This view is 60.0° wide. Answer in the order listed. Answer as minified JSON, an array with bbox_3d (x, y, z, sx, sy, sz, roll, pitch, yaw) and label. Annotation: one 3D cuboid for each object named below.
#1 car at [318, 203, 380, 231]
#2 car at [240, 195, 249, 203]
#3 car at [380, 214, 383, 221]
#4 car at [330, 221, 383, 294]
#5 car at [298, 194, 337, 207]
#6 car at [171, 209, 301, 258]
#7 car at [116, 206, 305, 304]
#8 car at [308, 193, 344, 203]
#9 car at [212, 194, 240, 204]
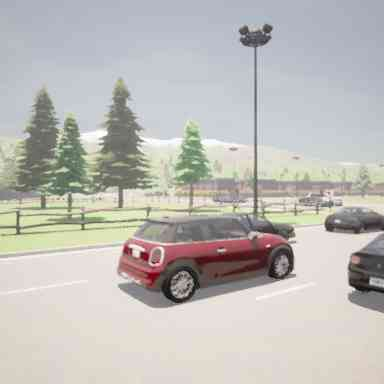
[{"bbox_3d":[9.476,1.535,19.072,4.181,1.385,1.994,0,0,-35],"label":"car"},{"bbox_3d":[9.265,1.280,66.402,2.097,1.767,4.553,0,0,-35],"label":"car"},{"bbox_3d":[11.256,1.497,16.045,4.674,1.442,1.812,0,0,-35],"label":"car"},{"bbox_3d":[5.349,1.512,7.549,4.674,1.442,1.812,0,0,-35],"label":"car"},{"bbox_3d":[17.755,1.436,48.046,1.837,1.490,4.892,0,1,-35],"label":"car"},{"bbox_3d":[1.951,1.533,13.721,5.357,1.411,2.033,0,0,-35],"label":"car"},{"bbox_3d":[0.522,1.344,8.410,4.553,1.767,2.097,0,0,-35],"label":"car"},{"bbox_3d":[20.151,1.149,50.732,2.150,2.045,5.566,0,0,-35],"label":"car"},{"bbox_3d":[6.207,1.482,64.675,2.033,1.411,5.357,0,0,-35],"label":"car"}]
